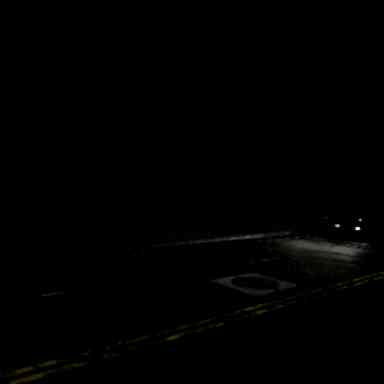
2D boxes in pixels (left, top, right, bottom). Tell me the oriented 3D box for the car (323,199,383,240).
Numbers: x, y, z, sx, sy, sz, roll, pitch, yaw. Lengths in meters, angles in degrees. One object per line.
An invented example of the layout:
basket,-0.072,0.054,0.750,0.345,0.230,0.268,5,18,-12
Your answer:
car,9.649,1.392,18.476,5.566,2.045,2.150,1,-1,-35
